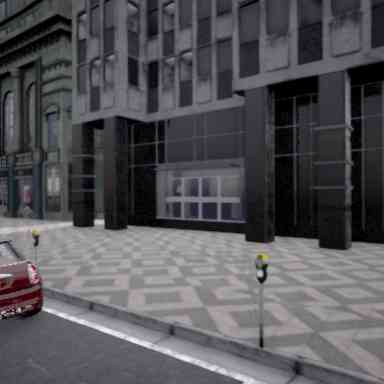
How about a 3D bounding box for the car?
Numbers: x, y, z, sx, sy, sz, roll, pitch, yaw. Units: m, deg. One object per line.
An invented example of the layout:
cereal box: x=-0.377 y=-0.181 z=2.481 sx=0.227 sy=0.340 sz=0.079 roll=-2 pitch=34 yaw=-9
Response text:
car: x=-4.702 y=1.504 z=6.320 sx=4.097 sy=1.590 sz=1.967 roll=-1 pitch=0 yaw=36
